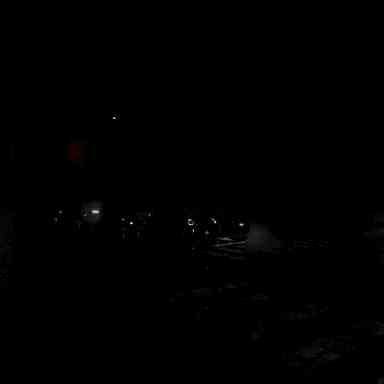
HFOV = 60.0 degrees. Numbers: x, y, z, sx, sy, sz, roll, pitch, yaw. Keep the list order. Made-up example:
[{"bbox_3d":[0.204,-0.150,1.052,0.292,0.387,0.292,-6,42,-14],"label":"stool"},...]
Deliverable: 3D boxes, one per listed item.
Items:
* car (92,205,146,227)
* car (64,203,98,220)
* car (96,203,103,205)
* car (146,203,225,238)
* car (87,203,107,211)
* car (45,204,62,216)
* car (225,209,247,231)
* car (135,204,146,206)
[{"bbox_3d":[-6.108,2.009,27.255,2.033,1.411,5.357,0,-1,-35],"label":"car"},{"bbox_3d":[-11.942,2.214,35.269,1.994,1.385,4.181,0,-1,-36],"label":"car"},{"bbox_3d":[-10.476,2.230,38.767,2.033,1.411,5.357,0,-1,-36],"label":"car"},{"bbox_3d":[-0.532,1.637,19.600,2.097,1.767,4.553,0,-1,-36],"label":"car"},{"bbox_3d":[-16.935,2.657,58.984,1.895,1.301,4.718,0,-1,-36],"label":"car"},{"bbox_3d":[-17.768,2.332,43.309,2.128,1.511,4.902,0,-1,-36],"label":"car"},{"bbox_3d":[1.571,1.801,22.235,1.837,1.490,4.892,0,-1,-36],"label":"car"},{"bbox_3d":[-4.257,2.082,30.227,1.895,1.301,4.718,0,-1,-36],"label":"car"}]
